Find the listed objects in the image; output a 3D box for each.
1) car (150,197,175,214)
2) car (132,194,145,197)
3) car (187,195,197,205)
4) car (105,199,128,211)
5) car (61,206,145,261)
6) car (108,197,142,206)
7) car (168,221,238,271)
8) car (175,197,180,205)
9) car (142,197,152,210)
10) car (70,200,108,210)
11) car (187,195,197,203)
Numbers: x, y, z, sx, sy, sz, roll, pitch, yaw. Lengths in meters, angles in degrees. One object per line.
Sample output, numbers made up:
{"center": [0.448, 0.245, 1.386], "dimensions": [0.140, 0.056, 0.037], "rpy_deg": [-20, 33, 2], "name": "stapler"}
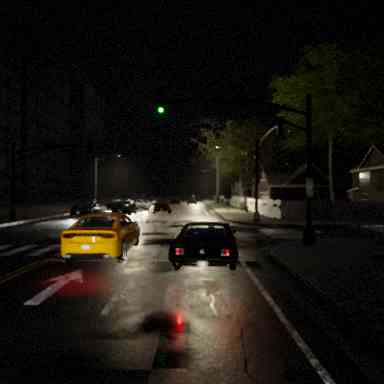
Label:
{"center": [-3.164, 1.579, 36.857], "dimensions": [1.812, 1.442, 4.674], "rpy_deg": [0, 0, 0], "name": "car"}
{"center": [-9.794, 1.336, 61.713], "dimensions": [2.150, 2.045, 5.566], "rpy_deg": [0, 0, 1], "name": "car"}
{"center": [-0.025, 1.662, 62.121], "dimensions": [2.033, 1.411, 5.357], "rpy_deg": [0, 0, 0], "name": "car"}
{"center": [-9.855, 1.630, 43.565], "dimensions": [1.994, 1.385, 4.181], "rpy_deg": [0, 0, 0], "name": "car"}
{"center": [-3.154, 1.489, 12.357], "dimensions": [1.882, 1.535, 5.008], "rpy_deg": [0, 0, 0], "name": "car"}
{"center": [-6.607, 1.537, 32.764], "dimensions": [2.128, 1.511, 4.902], "rpy_deg": [0, 0, 0], "name": "car"}
{"center": [0.535, 1.611, 10.979], "dimensions": [1.895, 1.301, 4.718], "rpy_deg": [0, 0, 7], "name": "car"}
{"center": [-3.264, 1.645, 63.783], "dimensions": [1.812, 1.442, 4.674], "rpy_deg": [0, 0, 0], "name": "car"}
{"center": [-6.608, 1.670, 43.897], "dimensions": [1.895, 1.301, 4.718], "rpy_deg": [0, 0, 0], "name": "car"}
{"center": [-9.859, 1.532, 31.193], "dimensions": [2.128, 1.511, 4.902], "rpy_deg": [0, 0, 0], "name": "car"}
{"center": [-0.029, 1.503, 72.542], "dimensions": [2.128, 1.511, 4.902], "rpy_deg": [0, 0, 0], "name": "car"}
